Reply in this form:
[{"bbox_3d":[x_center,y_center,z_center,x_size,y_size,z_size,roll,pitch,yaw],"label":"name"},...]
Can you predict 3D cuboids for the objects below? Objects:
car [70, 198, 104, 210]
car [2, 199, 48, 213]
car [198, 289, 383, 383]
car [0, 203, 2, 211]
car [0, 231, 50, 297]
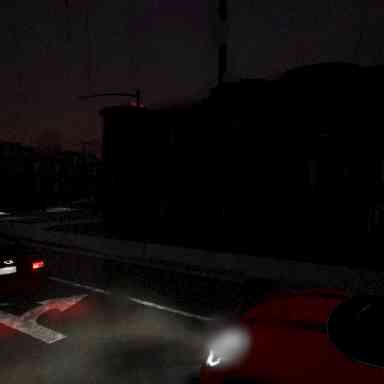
[{"bbox_3d":[-13.294,1.601,44.354,1.895,1.301,4.718,0,0,36],"label":"car"},{"bbox_3d":[-18.362,1.564,37.273,1.994,1.385,4.181,0,0,36],"label":"car"},{"bbox_3d":[2.247,1.352,2.394,4.553,1.767,2.097,0,0,36],"label":"car"},{"bbox_3d":[-20.876,1.547,39.782,2.033,1.411,5.357,0,0,36],"label":"car"},{"bbox_3d":[-5.505,1.547,7.891,5.357,1.411,2.033,0,0,37],"label":"car"}]
